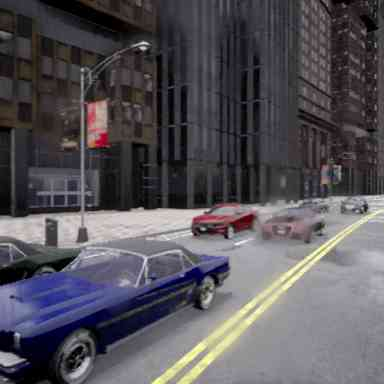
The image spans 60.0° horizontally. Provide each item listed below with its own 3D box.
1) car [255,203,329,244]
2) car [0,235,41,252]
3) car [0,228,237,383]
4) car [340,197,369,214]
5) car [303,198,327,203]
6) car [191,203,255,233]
[{"bbox_3d":[4.740,1.427,15.236,1.994,1.385,4.181,0,1,33],"label":"car"},{"bbox_3d":[-4.546,1.568,6.314,1.895,1.301,4.718,0,1,32],"label":"car"},{"bbox_3d":[-1.196,1.561,5.551,1.895,1.301,4.718,0,1,33],"label":"car"},{"bbox_3d":[15.064,1.183,30.782,2.128,1.511,4.902,0,1,35],"label":"car"},{"bbox_3d":[11.512,1.268,31.381,1.994,1.385,4.181,0,1,35],"label":"car"},{"bbox_3d":[1.821,1.341,16.727,1.882,1.535,5.008,0,0,32],"label":"car"}]
